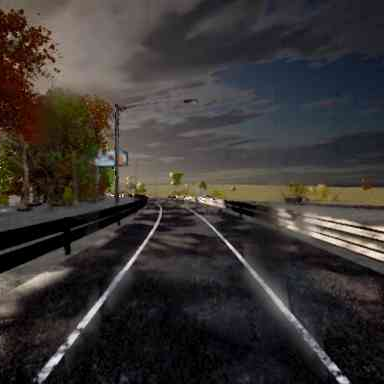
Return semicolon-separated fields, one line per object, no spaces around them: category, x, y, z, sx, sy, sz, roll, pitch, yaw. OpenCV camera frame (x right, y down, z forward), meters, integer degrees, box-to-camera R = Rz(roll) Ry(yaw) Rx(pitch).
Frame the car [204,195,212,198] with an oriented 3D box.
car;3.456;1.421;83.524;1.994;1.385;4.181;0;0;-23

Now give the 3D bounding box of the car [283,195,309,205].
car;16.536;1.250;53.163;2.128;1.511;4.902;0;0;-23
